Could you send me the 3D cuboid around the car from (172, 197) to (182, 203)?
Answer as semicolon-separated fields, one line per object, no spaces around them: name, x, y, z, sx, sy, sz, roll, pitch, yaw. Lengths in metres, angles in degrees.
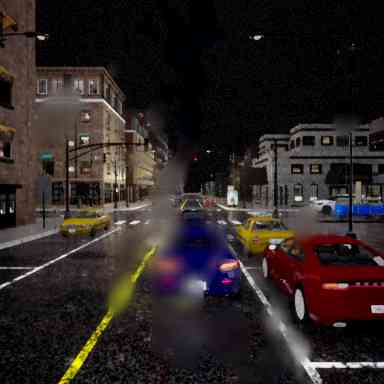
car;-3.015;1.645;69.165;1.895;1.301;4.718;0;0;0

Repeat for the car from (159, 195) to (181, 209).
car;-3.106;1.565;47.274;2.033;1.411;5.357;0;0;0

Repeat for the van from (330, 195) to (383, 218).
van;14.652;1.413;29.163;3.998;1.788;1.690;0;0;0

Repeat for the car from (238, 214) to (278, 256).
car;2.683;1.526;12.867;1.752;1.417;4.829;0;0;0

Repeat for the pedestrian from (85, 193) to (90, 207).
pedestrian;-12.639;1.079;40.276;0.375;1.860;0.375;0;0;0

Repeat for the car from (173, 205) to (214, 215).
car;0.097;1.565;16.976;1.994;1.385;4.181;0;0;0

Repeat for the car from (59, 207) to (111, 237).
car;-5.700;1.527;18.226;1.752;1.417;4.829;0;0;0

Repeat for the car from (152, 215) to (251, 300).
car;0.102;1.525;8.283;1.812;1.442;4.674;0;0;0

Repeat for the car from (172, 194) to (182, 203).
car;-3.089;1.522;58.349;2.128;1.511;4.902;0;0;0

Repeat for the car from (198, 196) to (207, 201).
car;2.666;1.622;85.046;2.008;1.369;4.403;-1;0;0

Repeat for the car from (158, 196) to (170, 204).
car;-5.710;1.594;67.942;2.008;1.369;4.403;0;0;0

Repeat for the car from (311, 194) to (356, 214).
car;15.477;1.256;34.957;5.566;2.045;2.150;0;0;0

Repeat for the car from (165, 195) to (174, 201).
car;-5.715;1.596;84.862;1.752;1.417;4.829;0;0;0

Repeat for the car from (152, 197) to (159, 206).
car;-5.708;1.579;56.549;2.008;1.369;4.403;0;0;0

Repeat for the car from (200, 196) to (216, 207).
car;2.673;1.462;50.866;1.967;1.590;4.097;0;0;0

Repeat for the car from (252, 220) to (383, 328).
car;2.684;1.544;7.000;1.887;1.381;4.507;0;0;0
